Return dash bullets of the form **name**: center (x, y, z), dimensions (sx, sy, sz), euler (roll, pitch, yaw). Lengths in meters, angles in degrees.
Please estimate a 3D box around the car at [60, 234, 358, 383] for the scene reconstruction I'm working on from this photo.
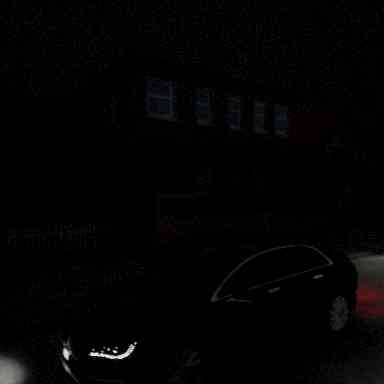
- **car**: center (0.604, 1.475, 5.033), dimensions (4.892, 1.490, 1.837), euler (-1, 1, -35)
